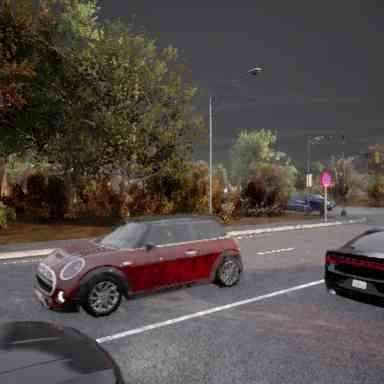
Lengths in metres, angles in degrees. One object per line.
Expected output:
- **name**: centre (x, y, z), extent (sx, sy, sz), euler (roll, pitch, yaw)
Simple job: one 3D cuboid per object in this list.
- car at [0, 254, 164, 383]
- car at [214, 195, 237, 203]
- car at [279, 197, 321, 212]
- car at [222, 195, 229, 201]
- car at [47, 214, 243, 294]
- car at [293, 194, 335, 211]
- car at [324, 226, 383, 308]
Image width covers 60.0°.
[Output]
- **car**: centre (-2.749, 1.505, 1.776), extent (4.892, 1.490, 1.837), euler (0, 0, -36)
- **car**: centre (6.621, 1.350, 66.616), extent (1.837, 1.490, 4.892), euler (0, 0, -33)
- **car**: centre (12.038, 1.564, 38.165), extent (1.994, 1.385, 4.181), euler (0, 0, -32)
- **car**: centre (3.705, 1.520, 57.819), extent (1.895, 1.301, 4.718), euler (0, 1, -32)
- **car**: centre (-1.030, 1.352, 7.565), extent (4.553, 1.767, 2.097), euler (0, 0, -36)
- **car**: centre (14.638, 1.221, 40.637), extent (2.150, 2.045, 5.566), euler (0, 0, -31)
- **car**: centre (4.965, 1.478, 7.315), extent (5.008, 1.535, 1.882), euler (0, 0, -36)
